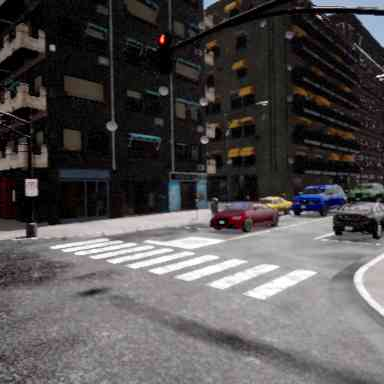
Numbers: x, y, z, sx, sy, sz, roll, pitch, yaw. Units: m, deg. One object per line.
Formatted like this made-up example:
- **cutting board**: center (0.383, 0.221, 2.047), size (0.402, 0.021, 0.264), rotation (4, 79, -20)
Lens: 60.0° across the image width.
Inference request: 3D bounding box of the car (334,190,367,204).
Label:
- **car**: center (17.251, 0.499, 36.142), size (1.947, 1.339, 4.313), rotation (0, 2, 43)

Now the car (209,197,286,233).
- **car**: center (2.764, 1.191, 17.178), size (1.994, 1.385, 4.181), rotation (-1, 1, 43)

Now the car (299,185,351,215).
- **car**: center (9.246, 0.562, 24.063), size (2.150, 2.045, 5.566), rotation (-1, 1, 43)

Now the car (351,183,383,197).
- **car**: center (17.043, 0.218, 32.330), size (2.150, 2.045, 5.566), rotation (-1, 1, 44)

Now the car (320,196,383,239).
- **car**: center (7.461, 1.089, 14.253), size (2.008, 1.369, 4.403), rotation (0, 2, 43)

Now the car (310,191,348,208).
- **car**: center (13.247, 0.635, 31.891), size (1.752, 1.417, 4.829), rotation (0, 2, 43)

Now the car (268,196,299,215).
- **car**: center (5.475, 0.979, 23.638), size (1.752, 1.417, 4.829), rotation (0, 2, 43)
